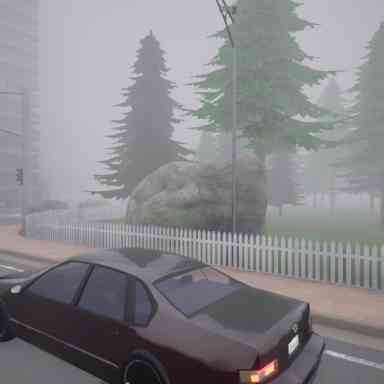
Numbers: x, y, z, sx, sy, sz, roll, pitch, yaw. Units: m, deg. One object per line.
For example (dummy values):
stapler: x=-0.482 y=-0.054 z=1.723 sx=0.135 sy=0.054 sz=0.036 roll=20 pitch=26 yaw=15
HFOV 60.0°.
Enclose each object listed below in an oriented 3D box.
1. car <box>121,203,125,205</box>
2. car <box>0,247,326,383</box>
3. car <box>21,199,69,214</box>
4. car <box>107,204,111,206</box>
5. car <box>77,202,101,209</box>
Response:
car: x=-11.927 y=1.508 z=59.807 sx=1.994 sy=1.385 sz=4.181 roll=0 pitch=0 yaw=-17
car: x=-1.046 y=1.547 z=4.736 sx=5.357 sy=1.411 sz=2.033 roll=0 pitch=0 yaw=35
car: x=-15.252 y=1.492 z=34.937 sx=2.033 sy=1.411 sz=5.357 roll=0 pitch=0 yaw=17
car: x=-14.333 y=1.296 z=54.215 sx=2.097 sy=1.767 sz=4.553 roll=0 pitch=0 yaw=-12
car: x=-13.586 y=1.545 z=44.429 sx=1.895 sy=1.301 sz=4.718 roll=0 pitch=0 yaw=3
